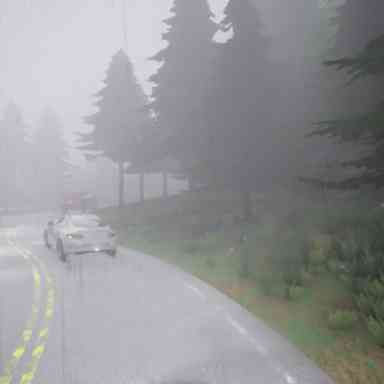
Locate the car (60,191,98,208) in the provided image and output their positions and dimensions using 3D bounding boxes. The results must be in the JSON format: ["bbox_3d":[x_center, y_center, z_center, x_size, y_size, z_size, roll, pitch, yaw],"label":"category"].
[{"bbox_3d":[-10.720,0.970,31.843,2.150,2.045,5.566,-2,1,1],"label":"car"}]

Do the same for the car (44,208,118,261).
[{"bbox_3d":[-4.184,1.515,12.293,1.812,1.442,4.674,2,-1,-32],"label":"car"}]
